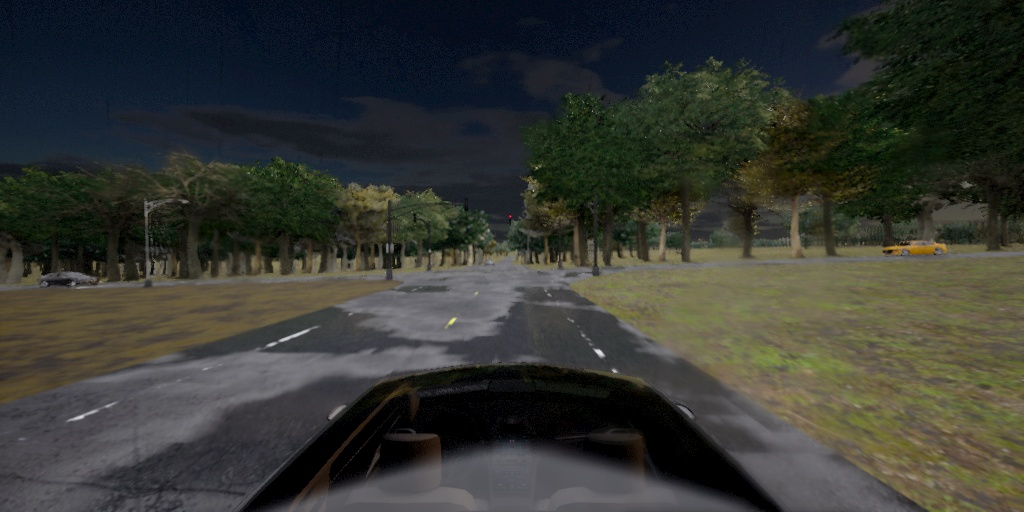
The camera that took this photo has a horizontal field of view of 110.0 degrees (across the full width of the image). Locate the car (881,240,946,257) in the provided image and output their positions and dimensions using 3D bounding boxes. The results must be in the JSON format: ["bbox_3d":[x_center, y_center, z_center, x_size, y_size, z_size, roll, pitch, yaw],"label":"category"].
[{"bbox_3d":[39.906,-0.750,35.718,5.008,1.535,1.882,-2,0,3],"label":"car"}]

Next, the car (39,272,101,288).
[{"bbox_3d":[-43.587,2.299,35.376,4.892,1.490,1.837,-1,0,3],"label":"car"}]
